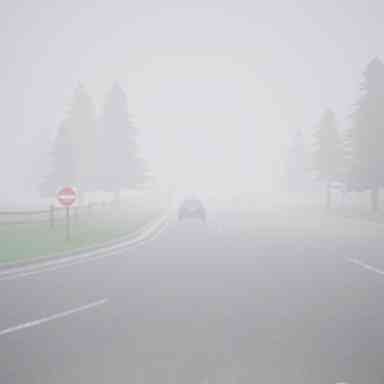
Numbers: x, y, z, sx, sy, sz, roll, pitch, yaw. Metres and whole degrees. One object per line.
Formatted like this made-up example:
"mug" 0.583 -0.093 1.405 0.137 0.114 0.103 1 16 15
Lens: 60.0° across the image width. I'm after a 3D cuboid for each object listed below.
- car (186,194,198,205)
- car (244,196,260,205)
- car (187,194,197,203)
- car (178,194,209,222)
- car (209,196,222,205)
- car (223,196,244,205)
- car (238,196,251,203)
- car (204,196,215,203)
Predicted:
"car" 0.000 1.261 57.242 2.097 1.767 4.553 0 0 0
"car" 10.500 1.435 57.272 1.812 1.442 4.674 0 0 0
"car" -0.001 1.260 67.245 2.097 1.767 4.553 0 0 0
"car" 0.000 1.311 26.205 2.097 1.767 4.553 0 0 0
"car" 3.500 1.473 57.272 1.994 1.385 4.181 0 0 0
"car" 7.000 1.457 56.855 2.033 1.411 5.357 0 0 0
"car" 10.499 1.437 67.275 1.994 1.385 4.181 0 0 0
"car" 3.499 1.511 67.305 1.895 1.301 4.718 0 0 0
